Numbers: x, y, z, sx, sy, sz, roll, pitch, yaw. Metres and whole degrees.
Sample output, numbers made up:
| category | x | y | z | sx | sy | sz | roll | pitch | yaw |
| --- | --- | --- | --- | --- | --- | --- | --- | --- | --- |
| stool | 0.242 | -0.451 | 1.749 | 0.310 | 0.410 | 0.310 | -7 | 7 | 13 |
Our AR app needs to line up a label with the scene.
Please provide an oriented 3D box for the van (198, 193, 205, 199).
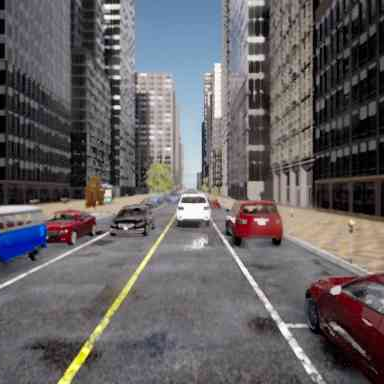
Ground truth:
| category | x | y | z | sx | sy | sz | roll | pitch | yaw |
| --- | --- | --- | --- | --- | --- | --- | --- | --- | --- |
| van | 2.676 | 1.071 | 94.572 | 1.690 | 1.788 | 3.998 | 0 | 0 | 0 |

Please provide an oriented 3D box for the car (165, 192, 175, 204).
| category | x | y | z | sx | sy | sz | roll | pitch | yaw |
| --- | --- | --- | --- | --- | --- | --- | --- | --- | --- |
| car | -3.059 | 1.075 | 58.237 | 2.150 | 2.045 | 5.566 | 0 | 0 | 1 |

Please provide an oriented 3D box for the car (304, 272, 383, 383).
| category | x | y | z | sx | sy | sz | roll | pitch | yaw |
| --- | --- | --- | --- | --- | --- | --- | --- | --- | --- |
| car | 2.689 | 1.574 | 3.880 | 1.802 | 1.307 | 4.206 | 0 | 0 | 0 |

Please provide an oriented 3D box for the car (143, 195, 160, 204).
| category | x | y | z | sx | sy | sz | roll | pitch | yaw |
| --- | --- | --- | --- | --- | --- | --- | --- | --- | --- |
| car | -5.698 | 1.462 | 43.557 | 1.947 | 1.339 | 4.313 | 0 | 0 | 0 |

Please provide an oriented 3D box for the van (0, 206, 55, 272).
| category | x | y | z | sx | sy | sz | roll | pitch | yaw |
| --- | --- | --- | --- | --- | --- | --- | --- | --- | --- |
| van | -5.693 | 1.320 | 9.547 | 1.690 | 1.788 | 3.998 | 0 | 0 | 0 |

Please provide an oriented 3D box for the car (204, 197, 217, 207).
| category | x | y | z | sx | sy | sz | roll | pitch | yaw |
| --- | --- | --- | --- | --- | --- | --- | --- | --- | --- |
| car | 2.682 | 1.464 | 49.225 | 1.802 | 1.307 | 4.206 | 0 | 0 | 0 |

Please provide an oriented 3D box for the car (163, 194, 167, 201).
| category | x | y | z | sx | sy | sz | roll | pitch | yaw |
| --- | --- | --- | --- | --- | --- | --- | --- | --- | --- |
| car | -5.699 | 1.431 | 54.894 | 1.947 | 1.339 | 4.313 | 0 | 0 | 0 |

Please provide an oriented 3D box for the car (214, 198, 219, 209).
| category | x | y | z | sx | sy | sz | roll | pitch | yaw |
| --- | --- | --- | --- | --- | --- | --- | --- | --- | --- |
| car | 2.682 | 1.441 | 43.557 | 1.887 | 1.381 | 4.507 | 0 | 0 | 0 |

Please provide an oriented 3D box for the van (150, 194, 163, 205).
| category | x | y | z | sx | sy | sz | roll | pitch | yaw |
| --- | --- | --- | --- | --- | --- | --- | --- | --- | --- |
| van | -5.699 | 1.223 | 49.224 | 1.690 | 1.788 | 3.998 | 0 | 0 | 0 |

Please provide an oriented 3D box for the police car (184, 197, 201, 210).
| category | x | y | z | sx | sy | sz | roll | pitch | yaw |
| --- | --- | --- | --- | --- | --- | --- | --- | --- | --- |
| police car | 0.093 | 1.403 | 41.966 | 2.038 | 1.542 | 4.974 | 0 | 0 | 0 |

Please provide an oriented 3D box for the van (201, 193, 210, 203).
| category | x | y | z | sx | sy | sz | roll | pitch | yaw |
| --- | --- | --- | --- | --- | --- | --- | --- | --- | --- |
| van | 2.680 | 1.169 | 66.232 | 1.690 | 1.788 | 3.998 | 0 | 0 | 0 |

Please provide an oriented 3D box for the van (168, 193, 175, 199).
| category | x | y | z | sx | sy | sz | roll | pitch | yaw |
| --- | --- | --- | --- | --- | --- | --- | --- | --- | --- |
| van | -5.705 | 1.070 | 94.571 | 1.690 | 1.788 | 3.998 | 0 | 0 | 0 |

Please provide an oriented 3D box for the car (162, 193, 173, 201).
| category | x | y | z | sx | sy | sz | roll | pitch | yaw |
| --- | --- | --- | --- | --- | --- | --- | --- | --- | --- |
| car | -5.702 | 1.103 | 77.567 | 2.192 | 1.841 | 5.009 | 0 | 0 | 0 |

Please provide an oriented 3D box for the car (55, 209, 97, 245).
| category | x | y | z | sx | sy | sz | roll | pitch | yaw |
| --- | --- | --- | --- | --- | --- | --- | --- | --- | --- |
| car | -5.694 | 1.510 | 15.215 | 1.887 | 1.381 | 4.507 | 0 | 0 | 0 |

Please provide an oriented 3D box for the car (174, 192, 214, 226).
| category | x | y | z | sx | sy | sz | roll | pitch | yaw |
| --- | --- | --- | --- | --- | --- | --- | --- | --- | --- |
| car | 0.096 | 1.168 | 23.251 | 2.150 | 2.045 | 5.566 | 0 | 0 | 0 |

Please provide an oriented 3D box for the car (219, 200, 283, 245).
| category | x | y | z | sx | sy | sz | roll | pitch | yaw |
| --- | --- | --- | --- | --- | --- | --- | --- | --- | --- |
| car | 2.687 | 1.281 | 15.216 | 2.192 | 1.841 | 5.009 | 0 | 0 | 0 |

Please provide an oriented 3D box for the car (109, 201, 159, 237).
| category | x | y | z | sx | sy | sz | roll | pitch | yaw |
| --- | --- | --- | --- | --- | --- | --- | --- | --- | --- |
| car | -3.104 | 1.464 | 18.014 | 1.837 | 1.490 | 4.892 | 0 | 0 | 0 |

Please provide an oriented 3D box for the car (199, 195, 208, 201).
| category | x | y | z | sx | sy | sz | roll | pitch | yaw |
| --- | --- | --- | --- | --- | --- | --- | --- | --- | --- |
| car | 2.678 | 1.334 | 77.569 | 1.887 | 1.381 | 4.507 | 0 | 0 | 0 |

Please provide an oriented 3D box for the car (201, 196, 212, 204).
| category | x | y | z | sx | sy | sz | roll | pitch | yaw |
| --- | --- | --- | --- | --- | --- | --- | --- | --- | --- |
| car | 2.681 | 1.429 | 60.565 | 1.802 | 1.307 | 4.206 | 0 | 0 | 0 |
